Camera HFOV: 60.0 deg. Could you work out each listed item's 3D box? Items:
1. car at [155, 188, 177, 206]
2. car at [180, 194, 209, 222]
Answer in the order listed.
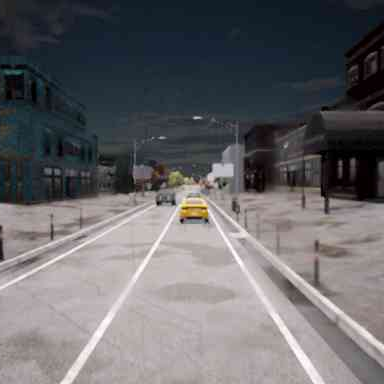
[{"bbox_3d":[-3.002,0.549,39.342,2.150,2.045,5.566,0,1,0],"label":"car"},{"bbox_3d":[0.151,1.173,23.657,1.882,1.535,5.008,0,1,0],"label":"car"}]
